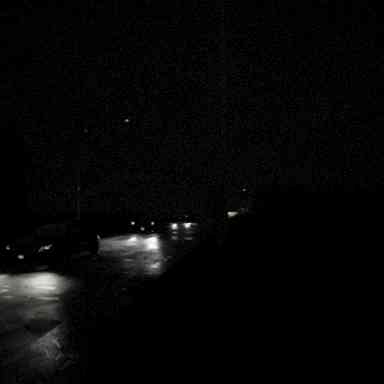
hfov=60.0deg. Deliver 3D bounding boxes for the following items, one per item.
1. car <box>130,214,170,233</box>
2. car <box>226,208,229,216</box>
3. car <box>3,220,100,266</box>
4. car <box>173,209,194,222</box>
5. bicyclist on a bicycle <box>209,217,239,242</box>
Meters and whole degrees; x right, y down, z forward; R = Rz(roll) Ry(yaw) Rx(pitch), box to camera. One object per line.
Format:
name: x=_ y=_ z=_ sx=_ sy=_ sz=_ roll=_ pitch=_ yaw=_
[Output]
car: x=-3.101 y=2.334 z=25.432 sx=1.895 sy=1.301 sz=4.718 roll=-1 pitch=-2 yaw=10
car: x=5.099 y=3.323 z=56.296 sx=1.882 sy=1.535 sz=5.008 roll=-1 pitch=-2 yaw=10
car: x=-5.176 y=1.871 z=13.012 sx=1.812 sy=1.442 sz=4.674 roll=-1 pitch=-2 yaw=9
car: x=-0.909 y=2.687 z=38.274 sx=1.812 sy=1.442 sz=4.674 roll=-1 pitch=-2 yaw=10
bicyclist on a bicycle: x=1.745 y=1.955 z=18.247 sx=1.656 sy=1.620 sz=0.582 roll=0 pitch=-2 yaw=10
